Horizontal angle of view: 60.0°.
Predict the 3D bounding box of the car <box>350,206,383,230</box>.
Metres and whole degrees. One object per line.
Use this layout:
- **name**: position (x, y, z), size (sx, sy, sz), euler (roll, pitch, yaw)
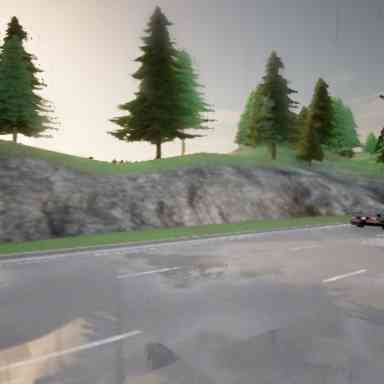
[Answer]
- **car**: position (12.235, 1.613, 21.315), size (5.357, 1.411, 2.033), euler (0, 0, -36)
